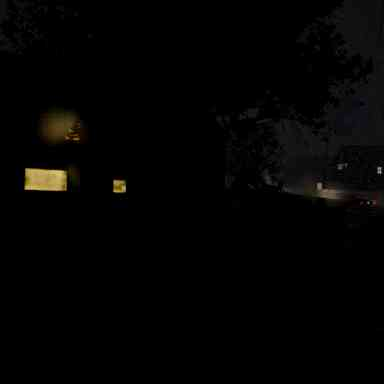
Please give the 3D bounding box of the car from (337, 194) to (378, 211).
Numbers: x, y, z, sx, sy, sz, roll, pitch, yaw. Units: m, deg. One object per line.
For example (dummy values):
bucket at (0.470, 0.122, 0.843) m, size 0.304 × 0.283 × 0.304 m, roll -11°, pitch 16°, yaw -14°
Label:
car at (15.149, 0.928, 31.350) m, size 2.033 × 1.411 × 5.357 m, roll 1°, pitch 2°, yaw -3°
